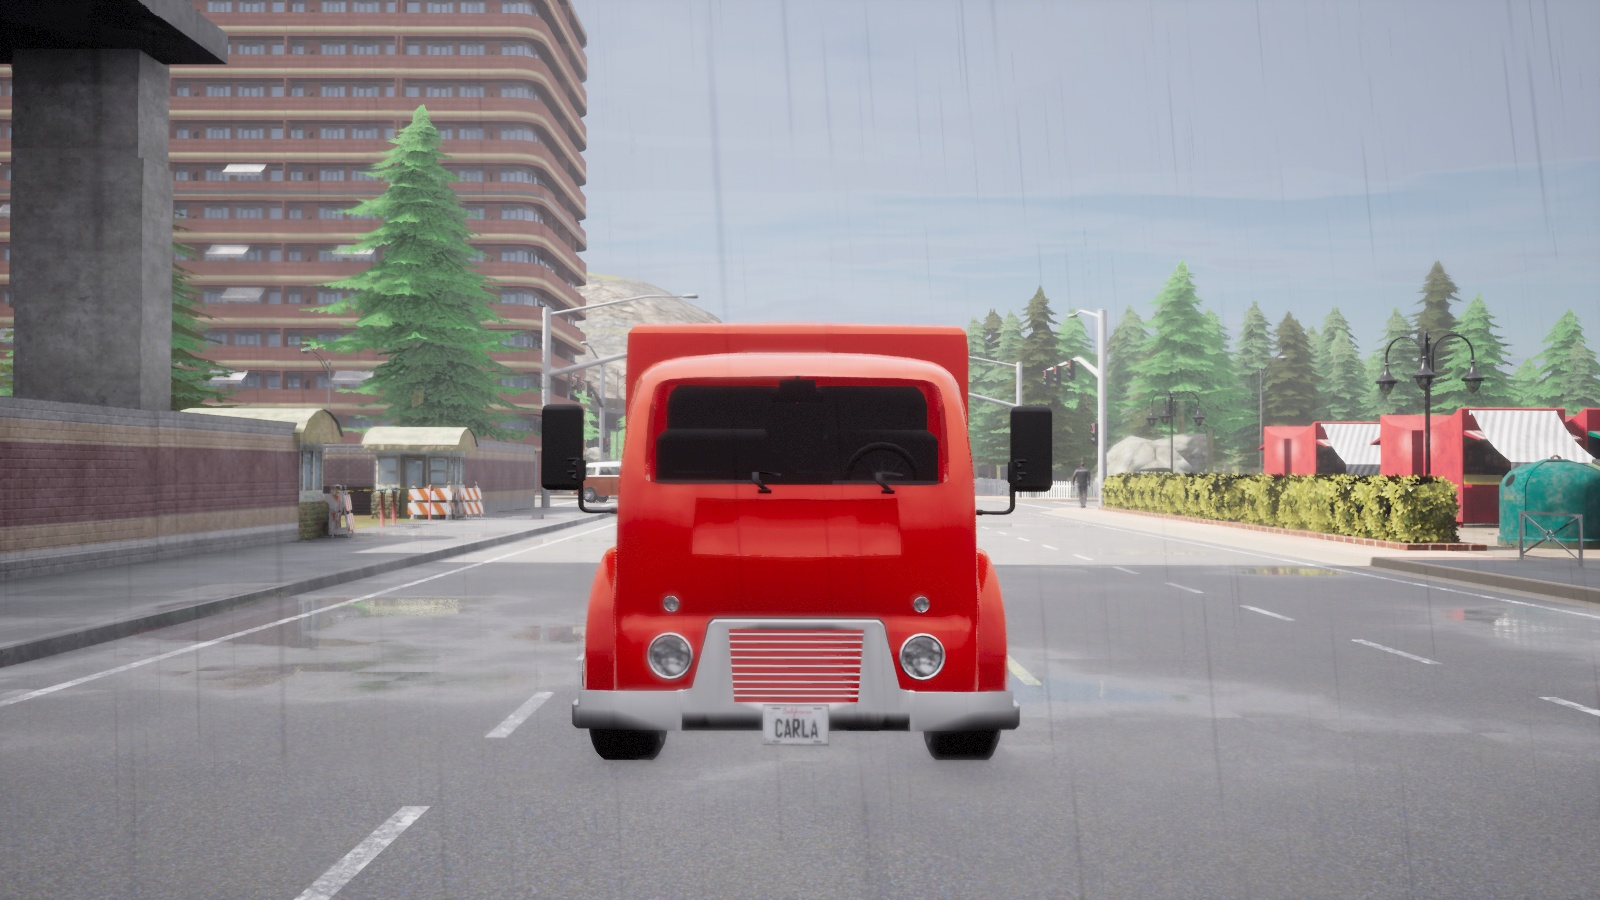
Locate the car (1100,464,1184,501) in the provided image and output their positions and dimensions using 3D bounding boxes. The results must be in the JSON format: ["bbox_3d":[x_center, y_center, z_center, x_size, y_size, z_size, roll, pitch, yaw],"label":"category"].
[{"bbox_3d":[17.762,1.690,65.387,3.866,1.878,1.905,0,-1,0],"label":"car"}]

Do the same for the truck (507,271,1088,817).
[{"bbox_3d":[-0.022,0.467,8.307,2.627,2.467,5.204,0,-1,0],"label":"truck"}]

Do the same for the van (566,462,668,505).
[{"bbox_3d":[-8.977,1.650,61.674,4.480,2.038,2.069,-1,-1,13],"label":"van"}]

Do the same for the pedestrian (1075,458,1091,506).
[{"bbox_3d":[11.017,1.243,48.874,0.563,1.883,0.849,-1,-1,17],"label":"pedestrian"}]
